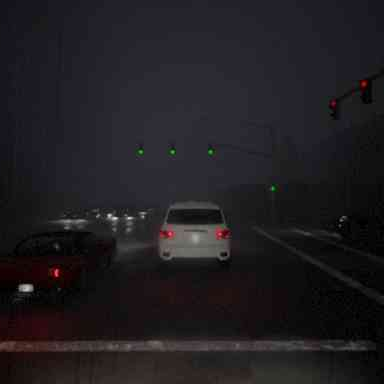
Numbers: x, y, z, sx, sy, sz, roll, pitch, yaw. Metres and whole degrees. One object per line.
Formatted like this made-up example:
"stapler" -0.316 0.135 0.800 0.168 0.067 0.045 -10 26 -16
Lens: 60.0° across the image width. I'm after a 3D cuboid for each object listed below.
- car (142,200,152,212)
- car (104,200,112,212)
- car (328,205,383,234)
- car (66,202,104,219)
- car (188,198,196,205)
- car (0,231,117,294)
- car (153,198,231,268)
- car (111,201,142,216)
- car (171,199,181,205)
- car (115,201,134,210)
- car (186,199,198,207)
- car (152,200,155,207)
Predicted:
"car" -7.109 1.927 45.680 1.812 1.442 4.674 0 -1 0
"car" -10.616 1.851 42.548 1.882 1.535 5.008 0 -1 0
"car" 10.938 1.589 20.711 4.553 1.767 2.097 0 -1 0
"car" -10.622 1.836 32.767 2.033 1.411 5.357 0 -1 0
"car" -0.047 2.174 74.155 1.812 1.442 4.674 0 -1 0
"car" -3.409 1.705 9.063 1.895 1.301 4.718 0 0 0
"car" 0.088 1.350 11.846 2.150 2.045 5.566 0 0 0
"car" -7.121 1.826 36.589 1.837 1.490 4.892 0 -1 0
"car" -3.547 2.188 74.029 2.033 1.411 5.357 0 -1 0
"car" -10.576 2.060 52.375 1.895 1.301 4.718 0 -1 1
"car" -0.035 2.050 63.753 2.128 1.511 4.902 0 -1 0
"car" -7.041 2.040 56.167 2.033 1.411 5.357 0 -1 0
